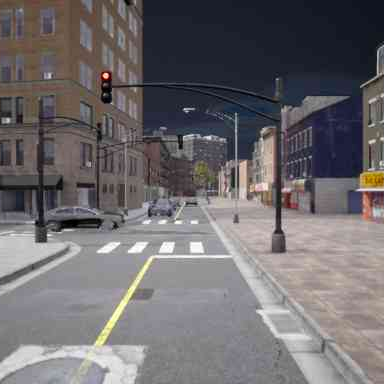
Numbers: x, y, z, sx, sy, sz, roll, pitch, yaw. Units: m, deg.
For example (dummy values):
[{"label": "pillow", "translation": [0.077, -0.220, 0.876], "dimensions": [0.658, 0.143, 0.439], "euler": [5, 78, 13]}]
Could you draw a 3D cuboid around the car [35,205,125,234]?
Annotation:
[{"label": "car", "translation": [-6.347, 1.516, 19.143], "dimensions": [4.902, 1.511, 2.128], "euler": [0, 0, -12]}]

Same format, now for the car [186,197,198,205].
[{"label": "car", "translation": [-0.056, 1.578, 57.023], "dimensions": [1.994, 1.385, 4.181], "euler": [0, 0, 0]}]

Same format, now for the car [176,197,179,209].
[{"label": "car", "translation": [-2.890, 1.512, 41.416], "dimensions": [1.837, 1.490, 4.892], "euler": [0, 0, 0]}]

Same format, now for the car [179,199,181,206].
[{"label": "car", "translation": [-2.889, 1.518, 53.468], "dimensions": [1.837, 1.490, 4.892], "euler": [0, 0, 0]}]

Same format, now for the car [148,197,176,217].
[{"label": "car", "translation": [-2.880, 1.355, 31.197], "dimensions": [2.097, 1.767, 4.553], "euler": [0, 0, 0]}]
